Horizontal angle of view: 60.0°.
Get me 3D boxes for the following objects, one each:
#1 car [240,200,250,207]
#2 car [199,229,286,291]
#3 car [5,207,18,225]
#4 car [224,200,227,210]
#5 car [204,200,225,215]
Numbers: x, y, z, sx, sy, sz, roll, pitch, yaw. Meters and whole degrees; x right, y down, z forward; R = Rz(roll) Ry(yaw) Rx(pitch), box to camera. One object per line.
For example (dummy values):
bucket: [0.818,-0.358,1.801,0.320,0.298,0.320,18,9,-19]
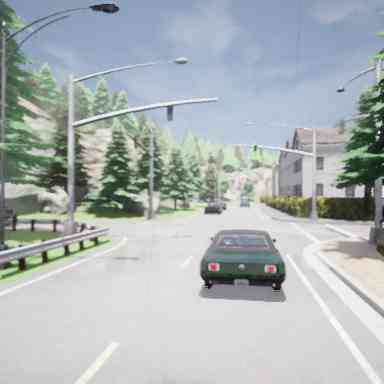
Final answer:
car: [10.092,2.165,63.391,2.033,1.411,5.357,0,-1,10]
car: [1.427,1.693,9.385,1.895,1.301,4.718,0,-1,9]
car: [-15.379,1.378,23.701,5.566,2.045,2.150,0,-1,8]
car: [4.238,1.963,50.156,2.128,1.511,4.902,0,-1,9]
car: [2.607,1.974,40.095,1.895,1.301,4.718,0,-1,9]
